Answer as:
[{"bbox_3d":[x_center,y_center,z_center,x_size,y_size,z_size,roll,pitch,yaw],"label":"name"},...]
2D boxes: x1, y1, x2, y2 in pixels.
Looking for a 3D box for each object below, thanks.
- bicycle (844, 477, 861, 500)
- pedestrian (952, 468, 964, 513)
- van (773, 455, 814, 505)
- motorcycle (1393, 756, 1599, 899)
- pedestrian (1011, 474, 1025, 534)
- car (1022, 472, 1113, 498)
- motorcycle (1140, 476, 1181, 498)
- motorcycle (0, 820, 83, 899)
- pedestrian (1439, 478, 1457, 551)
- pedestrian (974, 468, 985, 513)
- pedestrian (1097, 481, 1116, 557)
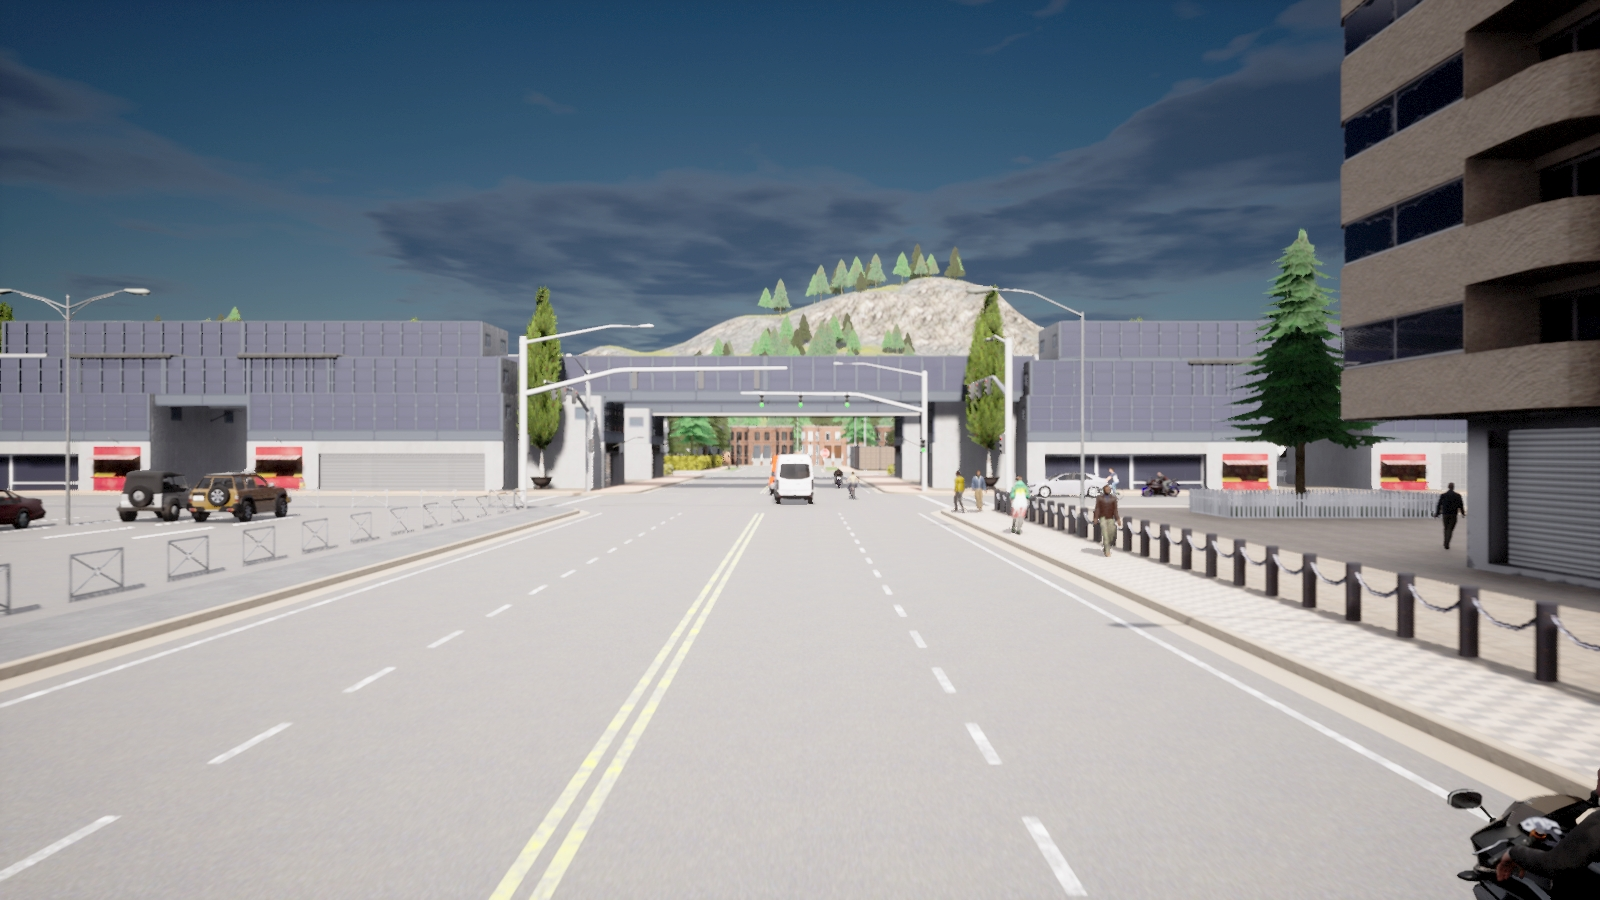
[{"bbox_3d":[2.986,2.162,64.795,0.859,1.276,1.487,0,0,-2],"label":"bicycle"},{"bbox_3d":[6.612,1.700,47.744,0.375,1.860,0.375,0,0,-20],"label":"pedestrian"},{"bbox_3d":[-0.378,1.538,61.529,1.988,2.561,5.915,0,0,-2],"label":"van"},{"bbox_3d":[3.499,2.205,4.798,0.867,1.251,2.209,0,0,0],"label":"motorcycle"},{"bbox_3d":[6.835,1.700,35.793,0.375,1.860,0.375,0,0,1],"label":"pedestrian"},{"bbox_3d":[15.834,2.066,67.890,4.892,1.480,2.231,0,0,0],"label":"car"},{"bbox_3d":[21.408,2.210,67.885,2.209,1.251,0.867,0,0,0],"label":"motorcycle"},{"bbox_3d":[-3.500,2.205,3.780,0.867,1.251,2.209,0,0,0],"label":"motorcycle"},{"bbox_3d":[16.859,1.675,29.721,0.375,1.860,0.375,0,0,36],"label":"pedestrian"},{"bbox_3d":[7.476,1.703,47.569,0.375,1.860,0.375,0,0,0],"label":"pedestrian"},{"bbox_3d":[7.567,1.699,28.234,0.375,1.860,0.375,0,0,1],"label":"pedestrian"}]
